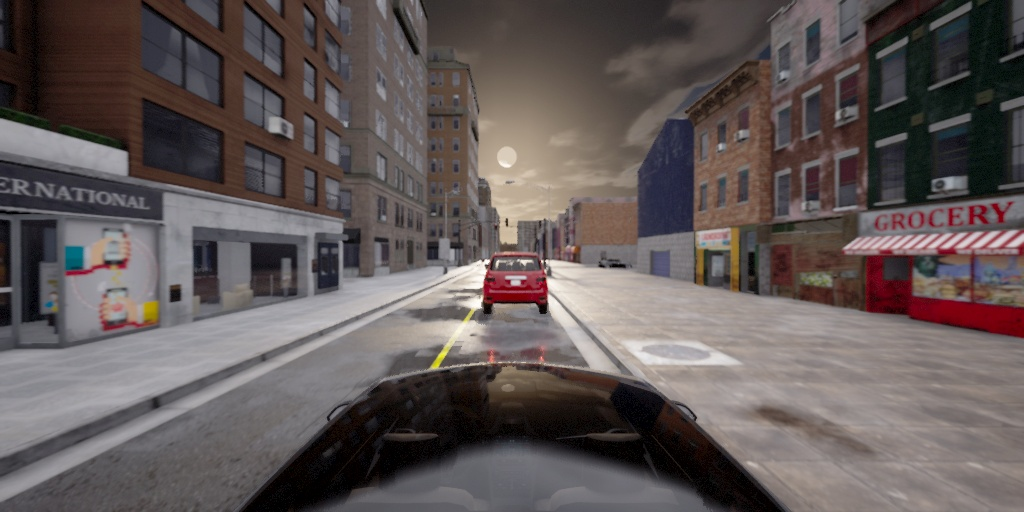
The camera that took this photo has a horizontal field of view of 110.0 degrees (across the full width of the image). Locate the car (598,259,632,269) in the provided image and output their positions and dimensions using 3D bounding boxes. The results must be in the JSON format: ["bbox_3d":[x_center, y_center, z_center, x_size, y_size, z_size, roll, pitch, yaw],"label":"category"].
[{"bbox_3d":[13.281,1.020,46.440,4.313,1.339,1.948,0,0,0],"label":"car"}]

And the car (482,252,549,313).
[{"bbox_3d":[0.118,0.862,13.547,2.150,2.045,5.566,0,1,0],"label":"car"}]
